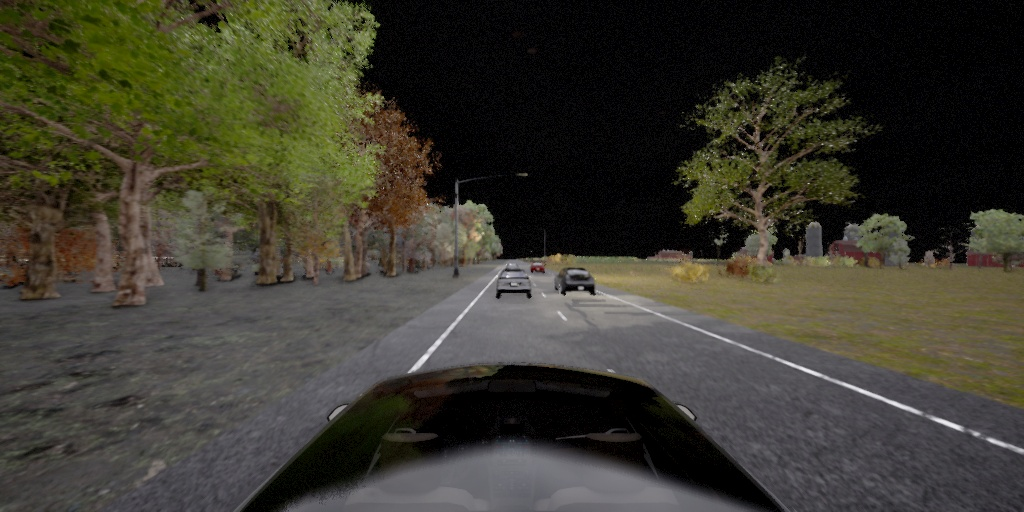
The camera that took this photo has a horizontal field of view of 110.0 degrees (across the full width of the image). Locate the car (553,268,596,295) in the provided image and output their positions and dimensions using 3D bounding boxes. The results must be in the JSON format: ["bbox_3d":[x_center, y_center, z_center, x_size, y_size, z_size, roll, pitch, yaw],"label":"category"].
[{"bbox_3d":[3.578,1.420,21.014,1.837,1.490,4.892,0,0,0],"label":"car"}]

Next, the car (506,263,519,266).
[{"bbox_3d":[0.075,1.707,50.435,1.994,1.385,4.181,0,0,0],"label":"car"}]

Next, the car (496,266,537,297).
[{"bbox_3d":[0.090,1.451,19.950,2.033,1.411,5.357,0,0,0],"label":"car"}]

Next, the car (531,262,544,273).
[{"bbox_3d":[3.573,1.630,51.661,1.882,1.535,5.008,0,0,0],"label":"car"}]
